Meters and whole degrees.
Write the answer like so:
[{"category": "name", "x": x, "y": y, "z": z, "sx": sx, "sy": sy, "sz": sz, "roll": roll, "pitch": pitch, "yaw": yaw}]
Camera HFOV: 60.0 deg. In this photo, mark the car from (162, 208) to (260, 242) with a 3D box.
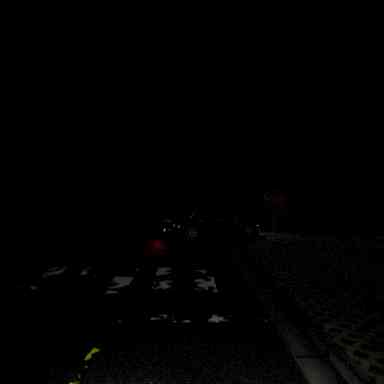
[{"category": "car", "x": 0.983, "y": 1.542, "z": 16.352, "sx": 4.892, "sy": 1.490, "sz": 1.837, "roll": 1, "pitch": 0, "yaw": -20}]
